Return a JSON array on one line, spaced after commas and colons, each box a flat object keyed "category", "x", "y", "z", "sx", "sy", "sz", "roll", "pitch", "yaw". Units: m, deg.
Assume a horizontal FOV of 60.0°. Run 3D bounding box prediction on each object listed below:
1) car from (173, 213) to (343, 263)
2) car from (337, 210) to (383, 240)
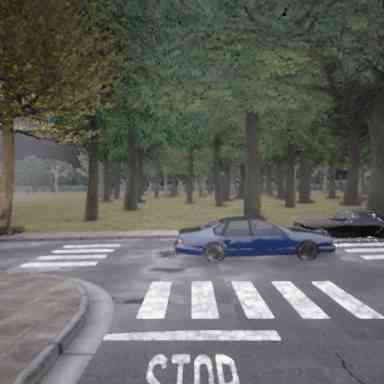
[{"category": "car", "x": 2.042, "y": 1.557, "z": 11.580, "sx": 5.357, "sy": 1.411, "sz": 2.033, "roll": -1, "pitch": 1, "yaw": 0}, {"category": "car", "x": 6.850, "y": 1.468, "z": 14.529, "sx": 4.718, "sy": 1.301, "sz": 1.895, "roll": -1, "pitch": 1, "yaw": 0}]
